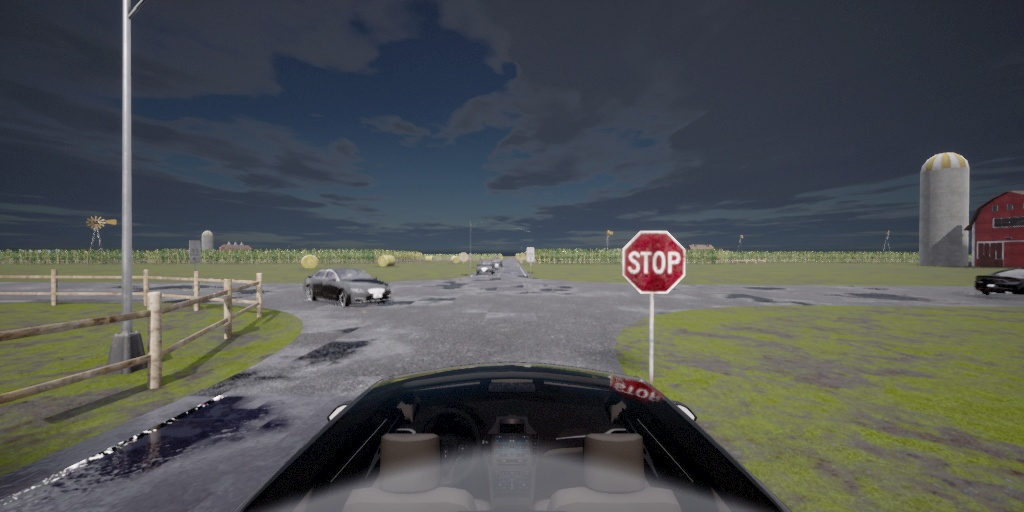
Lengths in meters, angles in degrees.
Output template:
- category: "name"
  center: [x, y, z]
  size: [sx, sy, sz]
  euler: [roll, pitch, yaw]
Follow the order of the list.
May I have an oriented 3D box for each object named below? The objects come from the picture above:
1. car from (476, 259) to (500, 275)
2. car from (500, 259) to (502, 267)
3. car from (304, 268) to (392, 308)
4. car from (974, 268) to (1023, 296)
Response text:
- category: "car"
  center: [-2.840, 1.251, 39.426]
  size: [2.128, 1.511, 4.902]
  euler: [0, 0, 1]
- category: "car"
  center: [-2.830, 1.368, 50.680]
  size: [1.895, 1.301, 4.718]
  euler: [0, 0, 0]
- category: "car"
  center: [-7.109, 1.259, 15.354]
  size: [4.902, 1.511, 2.128]
  euler: [0, 0, 38]
- category: "car"
  center: [26.787, 1.367, 18.198]
  size: [5.008, 1.535, 1.882]
  euler: [0, 1, 0]
